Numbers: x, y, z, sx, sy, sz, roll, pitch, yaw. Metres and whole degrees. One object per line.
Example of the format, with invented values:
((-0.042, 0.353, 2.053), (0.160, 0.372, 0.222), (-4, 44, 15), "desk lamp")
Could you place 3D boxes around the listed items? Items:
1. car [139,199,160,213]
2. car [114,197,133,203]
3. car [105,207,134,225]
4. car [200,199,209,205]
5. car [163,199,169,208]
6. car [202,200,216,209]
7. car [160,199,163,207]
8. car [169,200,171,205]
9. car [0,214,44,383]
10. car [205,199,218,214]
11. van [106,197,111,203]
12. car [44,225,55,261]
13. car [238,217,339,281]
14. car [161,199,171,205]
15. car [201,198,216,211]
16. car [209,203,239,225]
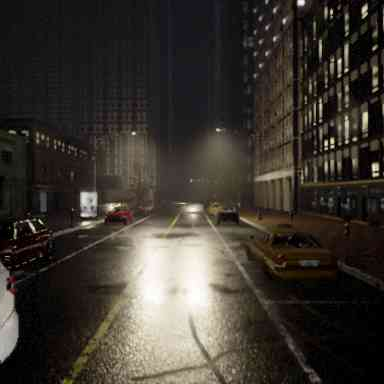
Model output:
((-5.669, 1.837, 42.938), (1.967, 1.590, 4.097), (0, -1, 0), "car")
((-18.555, 2.154, 90.057), (5.009, 1.841, 2.192), (0, 0, 1), "car")
((-5.678, 1.825, 26.365), (1.802, 1.307, 4.206), (0, -1, 0), "car")
((2.860, 2.290, 76.080), (1.802, 1.307, 4.206), (0, -1, 0), "car")
((-5.660, 1.993, 59.510), (1.967, 1.590, 4.097), (0, -1, 0), "car")
((2.718, 2.045, 53.984), (1.887, 1.381, 4.507), (0, -1, 0), "car")
((-5.665, 2.031, 48.461), (1.802, 1.307, 4.206), (0, -1, 0), "car")
((-5.715, 2.171, 65.032), (1.947, 1.339, 4.313), (0, -1, 0), "car")
((-2.999, 1.236, 1.446), (2.150, 2.045, 5.566), (0, -1, 0), "car")
((2.708, 1.871, 37.582), (1.752, 1.417, 4.829), (0, -1, 0), "car")
((-24.095, 2.173, 90.117), (3.998, 1.788, 1.690), (0, 0, 1), "van")
((-5.688, 1.531, 9.794), (1.967, 1.590, 4.097), (0, -1, 0), "car")
((2.693, 1.617, 9.962), (1.752, 1.417, 4.829), (0, -1, 0), "car")
((-5.779, 2.241, 74.709), (1.887, 1.381, 4.507), (0, -1, 0), "car")
((2.713, 1.763, 48.463), (2.192, 1.841, 5.009), (0, -1, 0), "car")
((2.702, 1.793, 26.364), (2.008, 1.369, 4.403), (0, -1, 0), "car")
